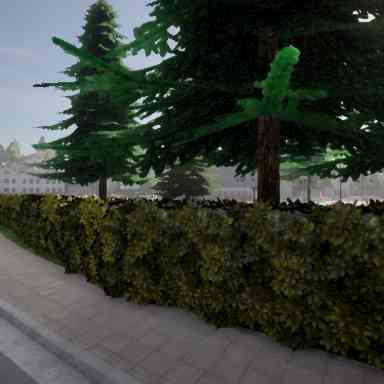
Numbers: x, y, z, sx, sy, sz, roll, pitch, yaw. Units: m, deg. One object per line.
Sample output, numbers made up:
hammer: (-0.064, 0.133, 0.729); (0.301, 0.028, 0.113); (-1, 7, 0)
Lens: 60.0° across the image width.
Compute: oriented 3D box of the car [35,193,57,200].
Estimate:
car: (-36.273, 1.097, 82.782); (4.605, 1.855, 1.932); (0, 0, -36)

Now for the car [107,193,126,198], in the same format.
car: (-20.307, 1.154, 90.342); (5.027, 1.636, 2.152); (0, 0, -36)

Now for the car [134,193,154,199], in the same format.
car: (-7.908, 1.384, 60.724); (3.806, 1.475, 1.970); (0, 0, -36)

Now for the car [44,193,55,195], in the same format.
car: (-29.605, 1.298, 72.236); (4.514, 1.523, 2.007); (0, 0, -36)

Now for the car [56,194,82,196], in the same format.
car: (-23.826, 1.320, 64.084); (3.633, 1.501, 1.845); (0, 0, -36)

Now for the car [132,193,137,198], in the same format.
car: (-10.838, 1.097, 77.812); (4.605, 1.855, 1.932); (0, 0, -36)
